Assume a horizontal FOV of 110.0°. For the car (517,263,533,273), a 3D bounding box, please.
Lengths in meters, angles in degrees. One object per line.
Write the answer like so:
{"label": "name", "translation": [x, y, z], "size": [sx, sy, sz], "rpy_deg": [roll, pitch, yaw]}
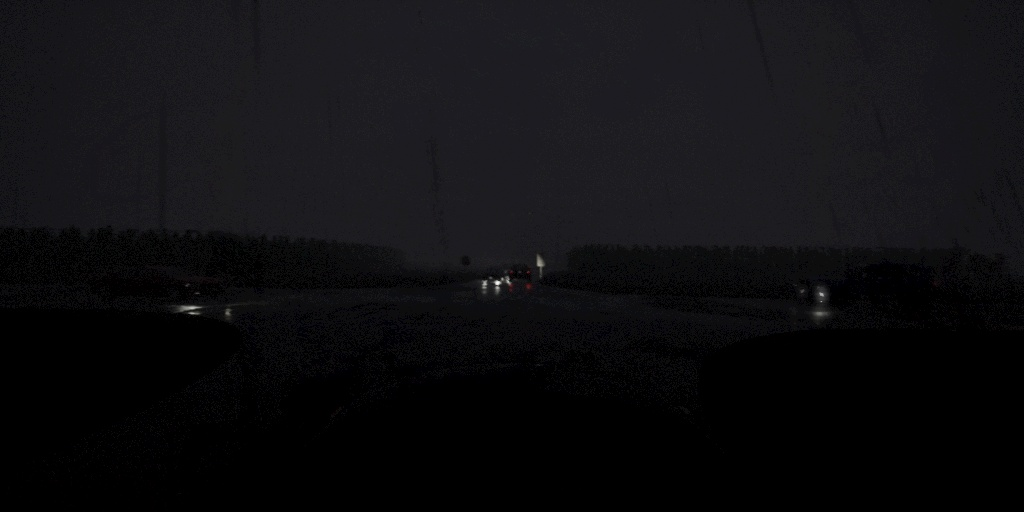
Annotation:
{"label": "car", "translation": [2.318, 2.048, 61.930], "size": [1.882, 1.535, 5.008], "rpy_deg": [0, -1, 13]}

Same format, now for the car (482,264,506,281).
{"label": "car", "translation": [-1.783, 1.737, 36.945], "size": [2.033, 1.411, 5.357], "rpy_deg": [0, -1, 6]}

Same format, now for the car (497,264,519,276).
{"label": "car", "translation": [-0.442, 1.834, 47.648], "size": [2.128, 1.511, 4.902], "rpy_deg": [0, -1, 9]}

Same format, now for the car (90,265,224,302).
{"label": "car", "translation": [-15.704, 1.178, 16.031], "size": [5.008, 1.535, 1.882], "rpy_deg": [1, -1, 2]}

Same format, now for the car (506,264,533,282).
{"label": "car", "translation": [0.895, 1.538, 35.081], "size": [2.097, 1.767, 4.553], "rpy_deg": [0, -1, 5]}

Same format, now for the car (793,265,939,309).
{"label": "car", "translation": [17.262, 1.432, 17.691], "size": [5.566, 2.045, 2.150], "rpy_deg": [1, -1, 5]}
